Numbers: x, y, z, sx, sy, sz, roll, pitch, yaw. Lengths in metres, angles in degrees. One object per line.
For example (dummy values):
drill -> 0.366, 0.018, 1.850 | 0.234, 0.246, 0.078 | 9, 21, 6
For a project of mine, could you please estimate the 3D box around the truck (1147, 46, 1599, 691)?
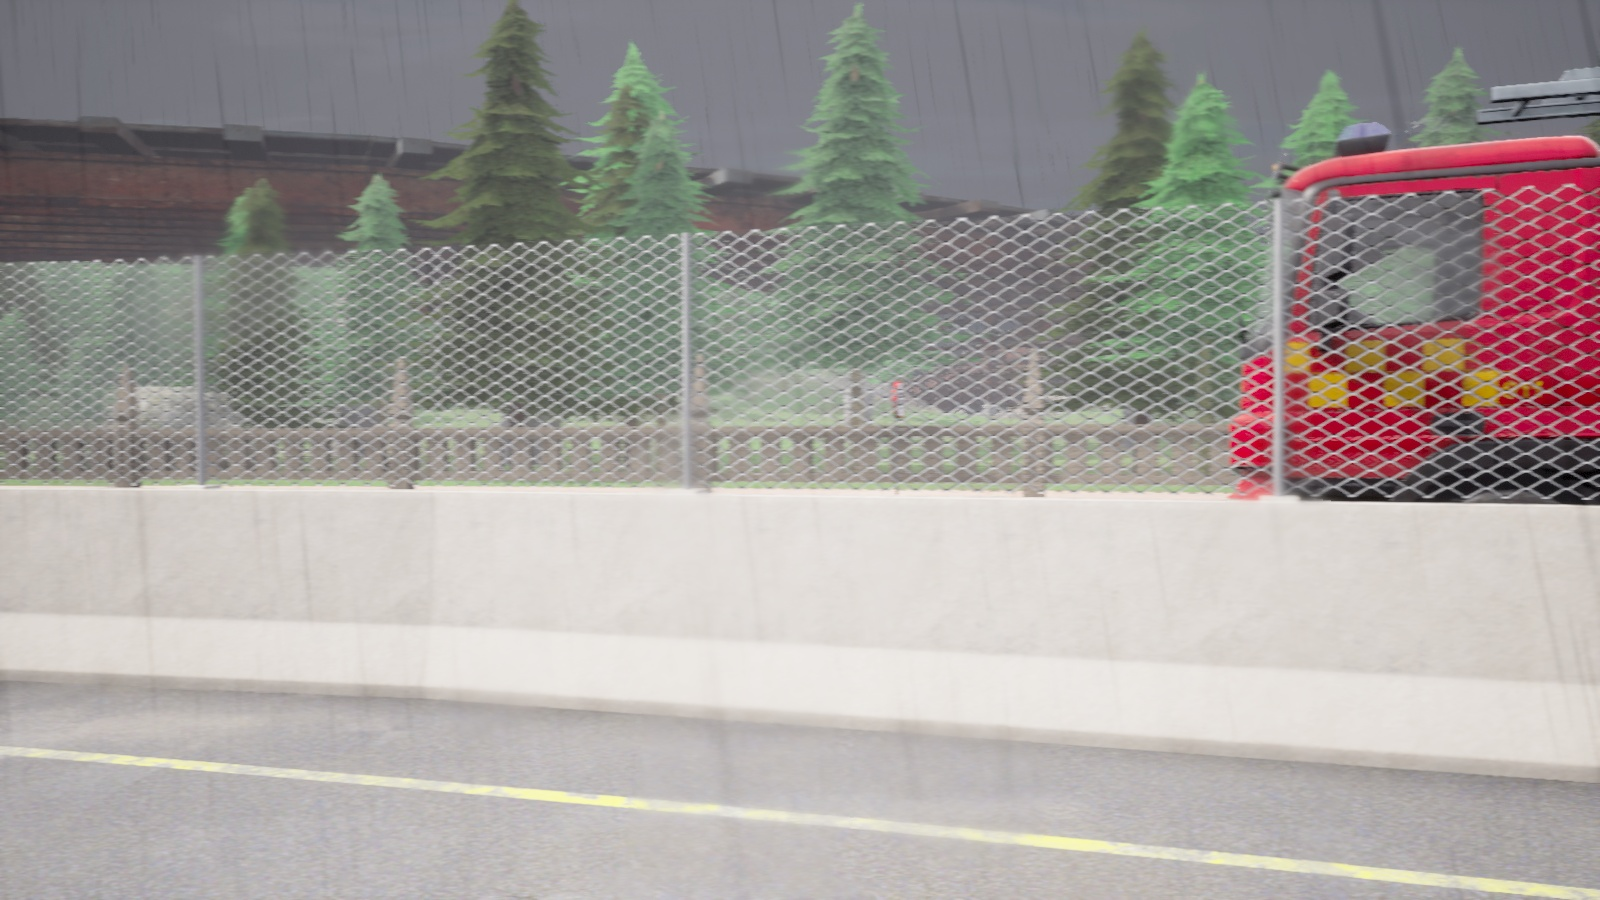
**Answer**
truck -> 6.806, -0.486, 8.212 | 8.468, 3.827, 2.891 | 1, 1, 21
